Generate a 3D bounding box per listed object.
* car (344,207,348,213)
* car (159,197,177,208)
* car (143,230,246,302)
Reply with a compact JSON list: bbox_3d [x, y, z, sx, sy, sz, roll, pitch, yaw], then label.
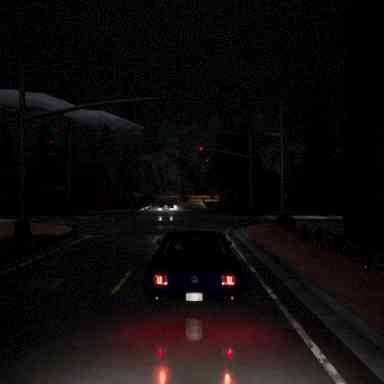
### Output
[{"bbox_3d":[16.240,1.602,29.643,4.718,1.301,1.895,0,0,-1],"label":"car"},{"bbox_3d":[-3.549,1.503,47.263,1.812,1.442,4.674,0,0,0],"label":"car"},{"bbox_3d":[0.066,1.597,8.190,1.895,1.301,4.718,0,0,0],"label":"car"}]
